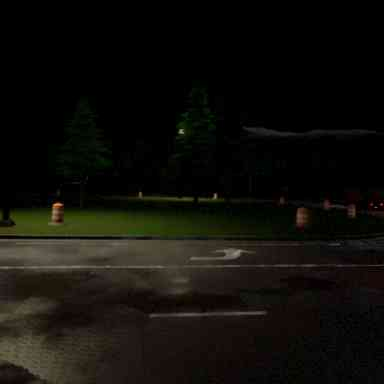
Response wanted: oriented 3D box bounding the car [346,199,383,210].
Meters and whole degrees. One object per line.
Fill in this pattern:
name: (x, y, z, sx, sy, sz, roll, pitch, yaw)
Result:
car: (21.210, 1.500, 41.201, 1.895, 1.301, 4.718, 1, 1, -10)
